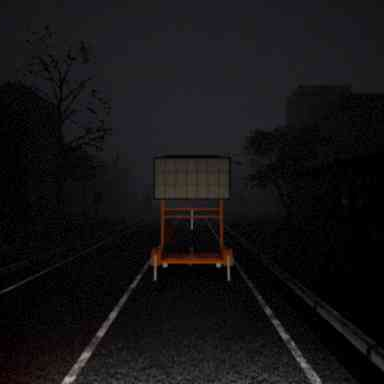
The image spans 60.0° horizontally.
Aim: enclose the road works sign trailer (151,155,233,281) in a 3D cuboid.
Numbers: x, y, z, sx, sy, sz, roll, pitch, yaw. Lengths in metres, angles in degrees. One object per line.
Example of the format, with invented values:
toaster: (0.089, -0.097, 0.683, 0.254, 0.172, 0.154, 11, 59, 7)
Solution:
road works sign trailer: (0.000, 0.648, 10.423, 2.380, 3.560, 2.880, 0, -1, 0)
